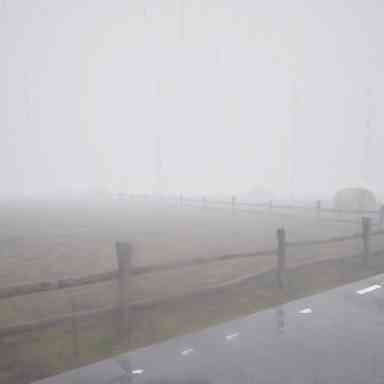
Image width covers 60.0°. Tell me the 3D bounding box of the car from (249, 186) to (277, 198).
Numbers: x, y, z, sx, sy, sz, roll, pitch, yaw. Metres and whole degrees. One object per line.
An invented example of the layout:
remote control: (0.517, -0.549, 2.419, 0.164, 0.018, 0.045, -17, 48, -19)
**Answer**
car: (12.870, -0.042, 60.890, 2.150, 2.045, 5.566, 1, 1, -35)
